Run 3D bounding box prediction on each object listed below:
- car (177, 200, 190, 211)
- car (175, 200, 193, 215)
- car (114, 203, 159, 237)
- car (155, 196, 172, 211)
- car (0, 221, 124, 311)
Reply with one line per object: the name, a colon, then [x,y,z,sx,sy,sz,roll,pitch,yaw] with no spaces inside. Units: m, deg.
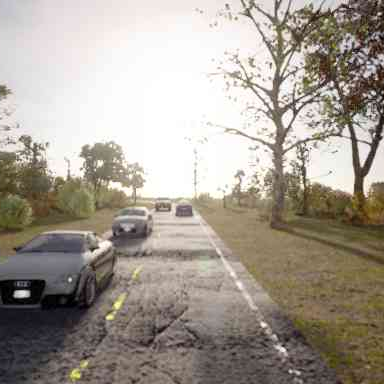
car: [-1.231,1.938,49.701,1.837,1.490,4.892,0,0,-2]
car: [-0.944,1.816,39.253,1.882,1.535,5.008,0,-1,-2]
car: [-3.336,1.652,19.313,2.128,1.511,4.902,0,0,-1]
car: [-4.149,1.644,48.335,2.150,2.045,5.566,0,-1,-1]
car: [-3.052,1.629,7.850,1.994,1.385,4.181,0,0,-2]
